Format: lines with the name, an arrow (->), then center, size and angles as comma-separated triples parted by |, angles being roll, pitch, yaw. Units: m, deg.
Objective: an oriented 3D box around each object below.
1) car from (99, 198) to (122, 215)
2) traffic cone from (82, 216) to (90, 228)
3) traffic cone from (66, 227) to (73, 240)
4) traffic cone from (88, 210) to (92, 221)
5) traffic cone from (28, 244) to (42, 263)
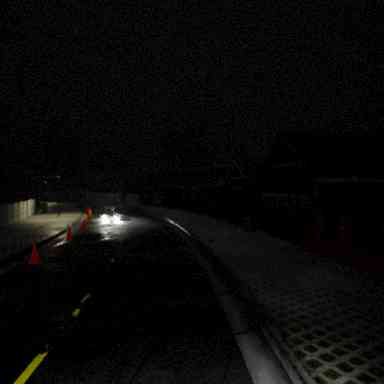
car -> -8.061, 1.348, 32.819 | 2.128, 1.511, 4.902 | 0, 1, -19
traffic cone -> -6.609, 1.912, 20.335 | 0.340, 0.580, 0.340 | 0, 0, -12
traffic cone -> -5.720, 1.937, 15.533 | 0.340, 0.580, 0.340 | 0, 0, -9
traffic cone -> -7.720, 1.878, 25.090 | 0.340, 0.580, 0.340 | 0, 1, -14
traffic cone -> -5.057, 1.956, 10.695 | 0.340, 0.580, 0.340 | 0, 0, -6
